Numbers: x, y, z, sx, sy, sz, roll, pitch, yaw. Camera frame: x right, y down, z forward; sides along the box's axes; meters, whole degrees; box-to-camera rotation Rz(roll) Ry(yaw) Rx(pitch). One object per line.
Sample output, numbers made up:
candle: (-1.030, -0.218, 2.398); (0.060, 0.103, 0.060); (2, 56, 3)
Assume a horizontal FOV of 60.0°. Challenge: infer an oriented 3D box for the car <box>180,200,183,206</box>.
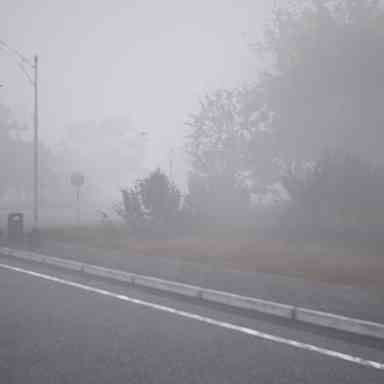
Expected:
car: (-0.244, 1.452, 53.226); (1.837, 1.490, 4.892); (0, 0, 33)
